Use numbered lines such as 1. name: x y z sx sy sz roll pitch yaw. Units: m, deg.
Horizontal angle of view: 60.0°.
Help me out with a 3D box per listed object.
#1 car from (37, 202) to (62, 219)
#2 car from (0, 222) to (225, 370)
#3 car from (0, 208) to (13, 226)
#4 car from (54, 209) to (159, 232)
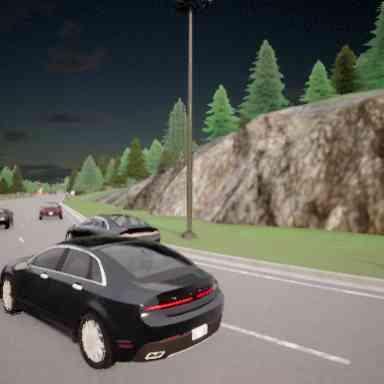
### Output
1. car: -12.879 1.644 30.229 1.812 1.442 4.674 0 0 -24
2. car: -1.707 1.535 5.857 4.892 1.490 1.837 0 0 42
3. car: -12.976 1.668 21.994 1.895 1.301 4.718 0 0 -25
4. car: -3.072 1.554 12.318 2.128 1.511 4.902 0 0 -41
